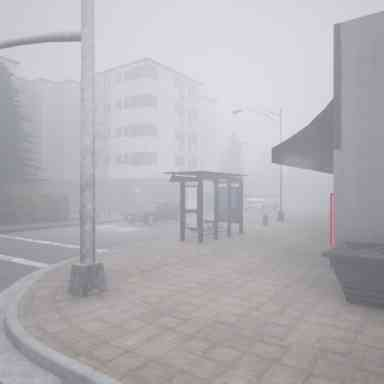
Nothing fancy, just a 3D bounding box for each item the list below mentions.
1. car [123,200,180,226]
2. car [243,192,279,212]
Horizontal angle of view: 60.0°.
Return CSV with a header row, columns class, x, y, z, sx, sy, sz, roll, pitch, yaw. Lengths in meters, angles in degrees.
class,x,y,z,sx,sy,sz,roll,pitch,yaw
car,-2.400,1.328,22.225,1.837,1.490,4.892,0,0,36
car,7.518,1.045,36.007,2.150,2.045,5.566,0,0,36
